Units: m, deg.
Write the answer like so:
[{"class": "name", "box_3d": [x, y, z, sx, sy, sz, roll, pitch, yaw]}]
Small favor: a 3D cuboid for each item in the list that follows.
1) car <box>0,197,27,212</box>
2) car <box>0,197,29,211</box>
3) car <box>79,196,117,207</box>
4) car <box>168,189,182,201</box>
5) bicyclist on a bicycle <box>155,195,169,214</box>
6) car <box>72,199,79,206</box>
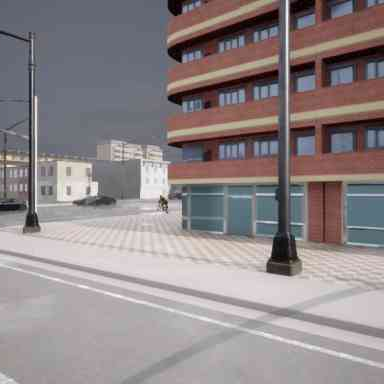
[{"class": "car", "box_3d": [-19.376, 1.434, 34.348, 1.994, 1.385, 4.181, 0, 1, 37]}, {"class": "car", "box_3d": [-21.349, 1.347, 37.561, 2.128, 1.511, 4.902, 0, 1, 37]}, {"class": "car", "box_3d": [-12.086, 1.216, 44.148, 1.812, 1.442, 4.674, 0, 1, 37]}, {"class": "car", "box_3d": [-2.139, 0.541, 63.241, 2.150, 2.045, 5.566, 0, 1, 37]}, {"class": "bicyclist on a bicycle", "box_3d": [-2.613, 1.094, 29.256, 1.656, 1.620, 0.582, 0, 1, 37]}, {"class": "car", "box_3d": [-14.205, 1.218, 47.145, 2.033, 1.411, 5.357, 0, 1, 38]}]
